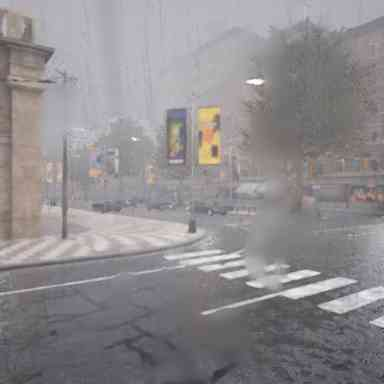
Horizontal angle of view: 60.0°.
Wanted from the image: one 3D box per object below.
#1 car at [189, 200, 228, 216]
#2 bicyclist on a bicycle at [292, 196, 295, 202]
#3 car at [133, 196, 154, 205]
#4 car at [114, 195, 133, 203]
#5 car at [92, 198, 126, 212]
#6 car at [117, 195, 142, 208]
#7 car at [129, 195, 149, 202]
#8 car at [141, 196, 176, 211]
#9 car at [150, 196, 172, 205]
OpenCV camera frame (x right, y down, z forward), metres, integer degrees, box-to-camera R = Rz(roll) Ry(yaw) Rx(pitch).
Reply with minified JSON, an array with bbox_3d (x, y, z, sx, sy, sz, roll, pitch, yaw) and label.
[{"bbox_3d":[1.593,1.567,33.469,1.837,1.490,4.892,0,0,-35],"label":"car"},{"bbox_3d":[14.994,1.422,48.275,1.656,1.620,0.582,0,0,-35],"label":"bicyclist on a bicycle"},{"bbox_3d":[-9.205,1.592,62.864,1.837,1.490,4.892,0,0,-35],"label":"car"},{"bbox_3d":[-14.486,1.445,70.361,2.128,1.511,4.902,0,0,-35],"label":"car"},{"bbox_3d":[-9.729,1.637,37.994,1.895,1.301,4.718,0,0,-35],"label":"car"},{"bbox_3d":[-9.755,1.415,49.600,2.097,1.767,4.553,0,0,-35],"label":"car"},{"bbox_3d":[-11.625,1.471,72.376,2.033,1.411,5.357,0,0,-35],"label":"car"},{"bbox_3d":[-3.872,1.554,41.228,2.128,1.511,4.902,0,0,-35],"label":"car"},{"bbox_3d":[-6.104,1.590,64.538,2.128,1.511,4.902,0,0,-35],"label":"car"}]
